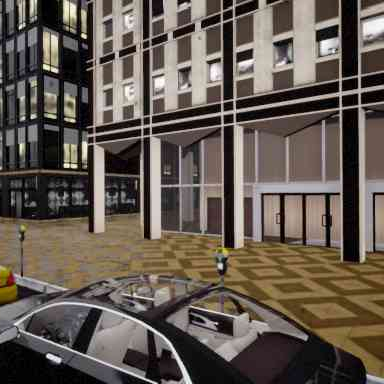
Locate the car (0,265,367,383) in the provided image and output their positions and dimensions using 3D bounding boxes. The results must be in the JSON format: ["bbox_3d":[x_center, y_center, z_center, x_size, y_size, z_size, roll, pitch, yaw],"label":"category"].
[{"bbox_3d":[-0.650,1.551,3.346,4.403,1.369,2.008,0,0,36],"label":"car"}]
